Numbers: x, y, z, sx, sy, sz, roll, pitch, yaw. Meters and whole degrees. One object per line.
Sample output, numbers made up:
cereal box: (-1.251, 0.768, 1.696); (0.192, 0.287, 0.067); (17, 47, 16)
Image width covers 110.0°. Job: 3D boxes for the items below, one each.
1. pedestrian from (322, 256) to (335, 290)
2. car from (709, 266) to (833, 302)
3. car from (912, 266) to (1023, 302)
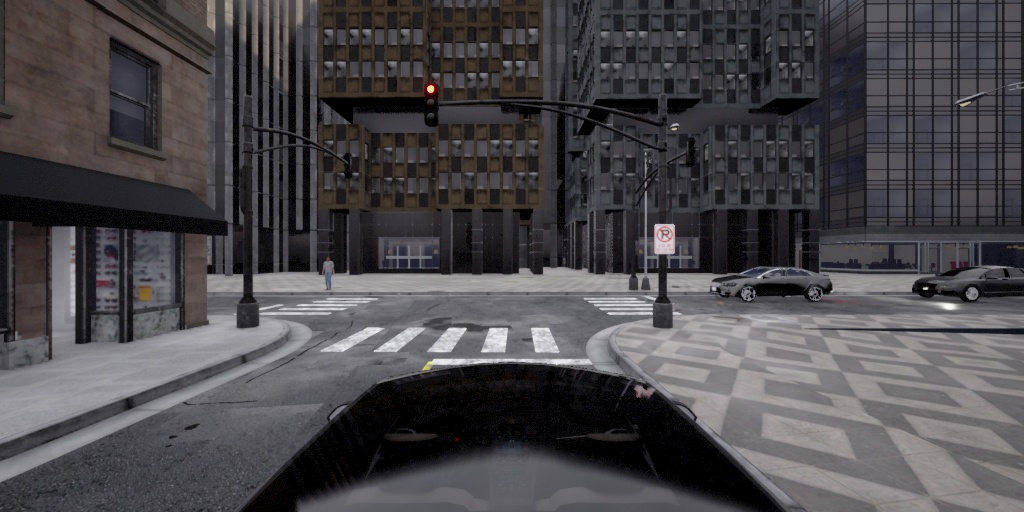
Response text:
pedestrian: (-9.935, 0.902, 19.445); (0.375, 1.860, 0.375); (0, 0, 0)
car: (11.629, 1.223, 16.274); (4.902, 1.511, 2.128); (0, 0, 0)
car: (21.149, 1.223, 16.211); (4.892, 1.490, 1.837); (0, 0, 1)
